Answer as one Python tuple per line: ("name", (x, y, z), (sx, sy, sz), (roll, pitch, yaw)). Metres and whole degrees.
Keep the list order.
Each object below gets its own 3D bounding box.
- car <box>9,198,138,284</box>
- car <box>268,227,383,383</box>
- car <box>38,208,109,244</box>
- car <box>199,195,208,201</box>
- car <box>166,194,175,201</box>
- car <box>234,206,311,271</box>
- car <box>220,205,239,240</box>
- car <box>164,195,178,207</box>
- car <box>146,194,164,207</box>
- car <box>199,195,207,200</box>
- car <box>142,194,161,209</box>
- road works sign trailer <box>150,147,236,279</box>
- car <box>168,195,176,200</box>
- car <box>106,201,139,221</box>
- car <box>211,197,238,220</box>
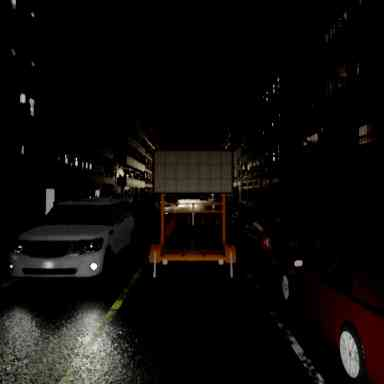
("car", (-3.078, 1.216, 9.921), (2.150, 2.045, 5.566), (0, 0, 0))
("car", (2.703, 1.542, 5.221), (1.887, 1.381, 4.507), (0, 0, 0))
("car", (-5.653, 1.556, 16.515), (1.947, 1.339, 4.313), (0, 0, 0))
("car", (2.865, 1.458, 78.665), (1.752, 1.417, 4.829), (0, 0, 0))
("car", (-5.503, 1.366, 84.152), (1.967, 1.590, 4.097), (0, 0, 0))
("car", (2.716, 1.434, 10.858), (1.967, 1.590, 4.097), (0, 0, 0))
("car", (2.728, 1.541, 16.494), (2.008, 1.369, 4.403), (0, 0, 0))
("car", (-2.988, 1.509, 49.532), (2.033, 1.411, 5.357), (0, 0, 0))
("car", (-5.577, 1.276, 50.335), (2.192, 1.841, 5.009), (0, 0, 0))
("car", (2.890, 1.465, 89.767), (1.887, 1.381, 4.507), (0, 0, 0))
("car", (-5.591, 1.407, 44.699), (1.967, 1.590, 4.097), (0, 0, 0))
("road works sign trailer", (0.037, 0.459, 10.013), (2.380, 3.560, 2.880), (0, 0, 0))
("car", (-5.491, 1.465, 89.790), (1.887, 1.381, 4.507), (0, 0, 0))
("car", (-5.628, 1.507, 27.619), (1.752, 1.417, 4.829), (0, 0, 0))
("car", (2.754, 1.296, 27.767), (2.192, 1.841, 5.009), (0, 0, 0))
